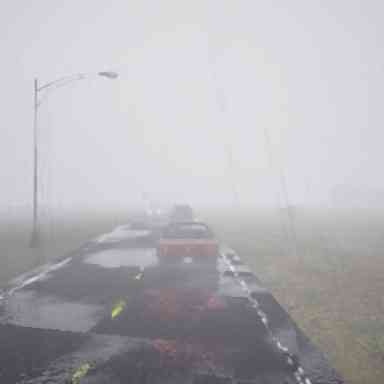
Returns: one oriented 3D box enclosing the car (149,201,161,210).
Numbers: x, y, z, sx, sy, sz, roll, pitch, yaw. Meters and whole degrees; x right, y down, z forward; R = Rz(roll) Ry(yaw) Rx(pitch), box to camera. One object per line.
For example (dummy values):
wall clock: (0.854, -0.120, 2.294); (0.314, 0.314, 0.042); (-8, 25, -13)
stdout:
car: (-5.945, 2.136, 53.606); (1.895, 1.301, 4.718); (0, -1, -6)

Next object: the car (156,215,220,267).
car: (-0.154, 1.708, 11.841); (1.895, 1.301, 4.718); (0, -1, -1)

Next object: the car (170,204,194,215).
car: (-0.895, 1.747, 28.678); (1.882, 1.535, 5.008); (0, 0, -3)
